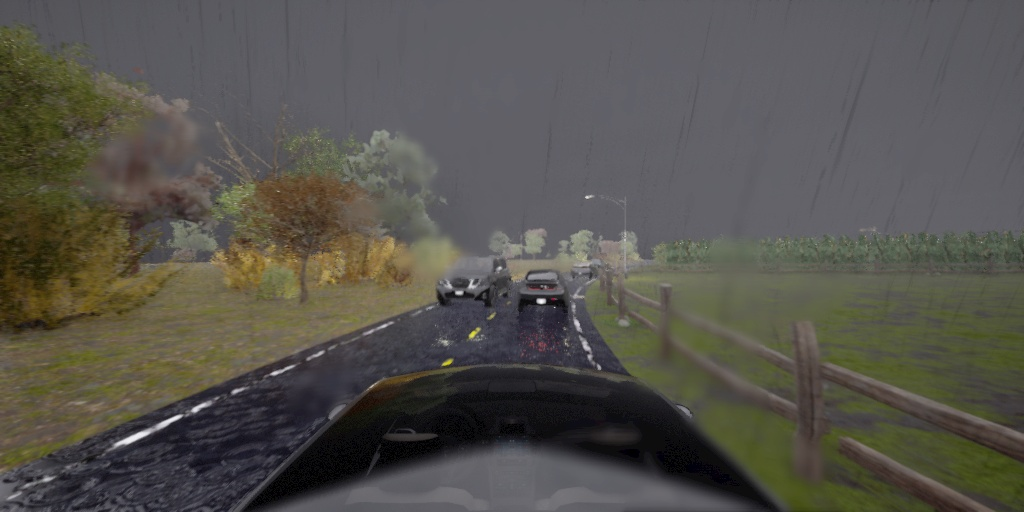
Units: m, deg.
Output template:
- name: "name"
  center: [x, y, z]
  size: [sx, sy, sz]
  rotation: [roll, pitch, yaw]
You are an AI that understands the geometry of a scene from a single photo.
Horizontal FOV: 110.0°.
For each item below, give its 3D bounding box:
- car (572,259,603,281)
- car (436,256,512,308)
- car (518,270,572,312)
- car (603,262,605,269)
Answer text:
- name: "car"
  center: [6.856, 1.316, 33.488]
  size: [2.128, 1.511, 4.902]
  rotation: [0, 0, 22]
- name: "car"
  center: [-1.439, 0.997, 15.822]
  size: [2.150, 2.045, 5.566]
  rotation: [0, 0, 10]
- name: "car"
  center: [1.381, 1.286, 14.539]
  size: [1.837, 1.490, 4.892]
  rotation: [0, 0, 9]
- name: "car"
  center: [12.736, 1.190, 54.383]
  size: [2.097, 1.767, 4.553]
  rotation: [0, 0, 24]
